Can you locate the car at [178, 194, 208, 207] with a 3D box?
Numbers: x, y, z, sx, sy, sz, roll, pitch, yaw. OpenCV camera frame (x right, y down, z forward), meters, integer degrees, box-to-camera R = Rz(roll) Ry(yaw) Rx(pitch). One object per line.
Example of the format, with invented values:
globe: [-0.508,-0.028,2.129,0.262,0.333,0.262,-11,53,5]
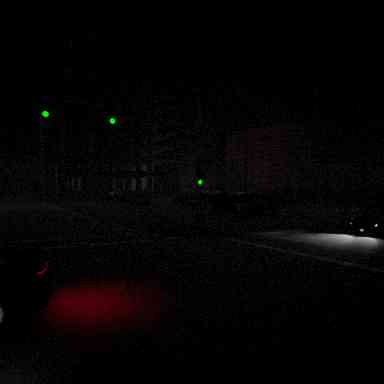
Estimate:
car: [0.073,1.394,48.338,1.970,1.475,3.806,0,0,-29]

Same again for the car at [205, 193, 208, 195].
car: [2.555,1.151,67.104,1.932,1.855,4.605,0,0,-29]

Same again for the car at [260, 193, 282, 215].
car: [6.260,1.155,31.781,1.905,1.878,3.866,0,0,-29]

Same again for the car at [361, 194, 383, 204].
car: [23.356,1.156,41.415,1.905,1.878,3.866,0,0,-29]

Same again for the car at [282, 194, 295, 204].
car: [14.766,1.152,56.685,1.932,1.855,4.605,0,0,-29]

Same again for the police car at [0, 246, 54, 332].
police car: [-4.933,1.425,5.057,5.238,1.638,1.930,0,0,-30]

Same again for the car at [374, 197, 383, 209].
car: [25.887,1.395,42.822,1.970,1.475,3.806,0,0,-29]

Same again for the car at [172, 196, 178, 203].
car: [-2.285,1.393,64.331,1.970,1.475,3.806,0,0,-29]

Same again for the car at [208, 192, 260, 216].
car: [3.709,1.152,30.412,1.932,1.855,4.605,0,0,-29]

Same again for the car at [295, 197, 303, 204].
car: [17.323,1.363,58.046,1.784,1.438,3.905,0,0,-29]

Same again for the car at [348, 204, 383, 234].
car: [10.959,1.547,18.159,5.357,1.411,2.033,0,0,-28]
